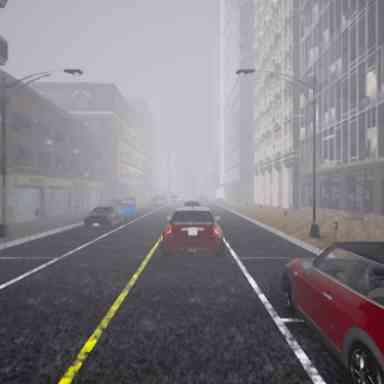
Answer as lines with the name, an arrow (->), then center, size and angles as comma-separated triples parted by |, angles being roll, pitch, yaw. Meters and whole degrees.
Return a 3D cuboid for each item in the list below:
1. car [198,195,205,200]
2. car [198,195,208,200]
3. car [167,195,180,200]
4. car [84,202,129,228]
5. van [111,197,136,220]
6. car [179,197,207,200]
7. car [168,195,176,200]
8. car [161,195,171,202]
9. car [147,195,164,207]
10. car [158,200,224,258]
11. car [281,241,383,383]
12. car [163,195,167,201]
car -> 2.720, 1.572, 95.304 | 1.947, 1.339, 4.313 | 0, 0, 0
car -> 2.712, 1.520, 72.880 | 1.752, 1.417, 4.829 | 0, 0, 0
car -> -3.038, 1.342, 58.296 | 2.097, 1.767, 4.553 | 0, 0, 1
car -> -5.684, 1.559, 21.875 | 1.947, 1.339, 4.313 | 0, 0, 0
van -> -5.682, 1.333, 27.524 | 1.690, 1.788, 3.998 | 0, 0, 0
car -> 0.064, 1.468, 29.251 | 1.882, 1.535, 5.008 | 0, 0, 1
car -> -5.662, 1.572, 95.306 | 1.947, 1.339, 4.313 | 0, 0, 0
car -> -5.668, 1.435, 72.713 | 1.967, 1.590, 4.097 | 0, 0, 0
car -> -5.675, 1.570, 50.118 | 1.802, 1.307, 4.206 | 0, 0, 0
car -> 0.048, 1.347, 12.938 | 2.097, 1.767, 4.553 | 0, 0, 1
car -> 2.691, 1.438, 4.926 | 1.967, 1.590, 4.097 | 0, 0, 0
car -> -5.673, 1.572, 55.767 | 1.802, 1.307, 4.206 | 0, 0, 0
